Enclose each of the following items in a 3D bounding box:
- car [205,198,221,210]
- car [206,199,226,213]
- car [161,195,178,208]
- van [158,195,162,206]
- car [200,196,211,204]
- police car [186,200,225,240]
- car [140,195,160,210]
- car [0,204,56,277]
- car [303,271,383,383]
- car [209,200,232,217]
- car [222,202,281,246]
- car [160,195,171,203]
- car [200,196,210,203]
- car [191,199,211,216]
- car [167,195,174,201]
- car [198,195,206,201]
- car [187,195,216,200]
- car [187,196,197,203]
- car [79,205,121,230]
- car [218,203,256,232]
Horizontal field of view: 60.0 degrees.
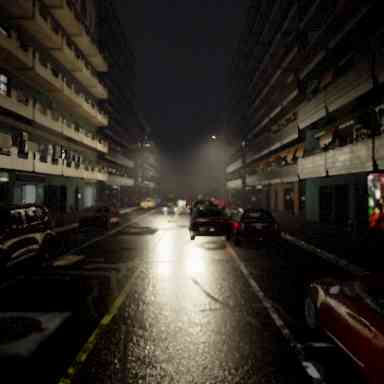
[{"bbox_3d":[2.683,1.514,43.714,1.752,1.417,4.829,0,0,0],"label":"car"},{"bbox_3d":[2.684,1.531,37.886,1.887,1.381,4.507,0,0,0],"label":"car"},{"bbox_3d":[-3.068,1.518,48.846,1.812,1.442,4.674,0,0,0],"label":"car"},{"bbox_3d":[-5.700,1.342,54.890,1.690,1.788,3.998,0,0,0],"label":"van"},{"bbox_3d":[2.680,1.572,66.191,2.008,1.369,4.403,0,0,0],"label":"car"},{"bbox_3d":[0.799,1.412,16.950,1.930,1.638,5.238,0,0,-2],"label":"police car"},{"bbox_3d":[-5.697,1.514,43.396,1.752,1.417,4.829,0,0,0],"label":"car"},{"bbox_3d":[-5.693,1.304,9.594,2.192,1.841,5.009,0,0,0],"label":"car"},{"bbox_3d":[2.689,1.575,3.914,1.802,1.307,4.206,0,0,0],"label":"car"},{"bbox_3d":[2.685,1.531,32.221,1.887,1.381,4.507,0,0,0],"label":"car"},{"bbox_3d":[2.687,1.427,15.233,1.967,1.590,4.097,0,0,0],"label":"car"},{"bbox_3d":[-5.701,1.472,71.875,1.967,1.590,4.097,0,0,0],"label":"car"},{"bbox_3d":[2.680,1.583,71.852,2.008,1.369,4.403,0,0,0],"label":"car"},{"bbox_3d":[0.832,1.512,32.856,1.812,1.442,4.674,0,0,0],"label":"car"},{"bbox_3d":[-5.703,1.599,88.691,1.752,1.417,4.829,0,0,0],"label":"car"},{"bbox_3d":[2.677,1.514,88.838,1.967,1.590,4.097,0,0,0],"label":"car"},{"bbox_3d":[0.897,1.338,26.831,2.097,1.767,4.553,0,0,0],"label":"car"},{"bbox_3d":[-0.007,1.510,67.986,2.128,1.511,4.902,0,0,0],"label":"car"},{"bbox_3d":[-5.694,1.531,20.918,1.887,1.381,4.507,0,0,0],"label":"car"},{"bbox_3d":[2.686,1.512,21.066,1.752,1.417,4.829,0,0,0],"label":"car"}]
